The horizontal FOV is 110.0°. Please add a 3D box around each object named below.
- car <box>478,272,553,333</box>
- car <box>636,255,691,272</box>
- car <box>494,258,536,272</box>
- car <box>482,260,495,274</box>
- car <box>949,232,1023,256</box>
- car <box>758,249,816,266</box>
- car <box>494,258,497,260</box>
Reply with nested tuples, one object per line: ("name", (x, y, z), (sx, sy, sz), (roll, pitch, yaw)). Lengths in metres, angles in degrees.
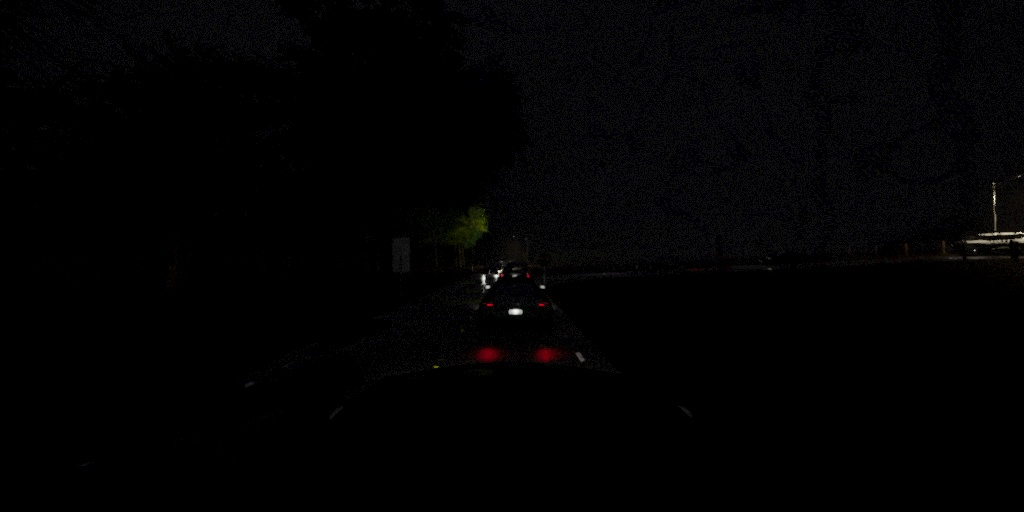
("car", (0.100, 1.367, 10.922), (1.994, 1.385, 4.181), (0, 0, 0))
("car", (14.195, 0.653, 33.682), (4.902, 1.511, 2.128), (-3, 0, 1))
("car", (0.443, 1.215, 23.400), (2.097, 1.767, 4.553), (1, 0, 7))
("car", (-2.767, 1.545, 46.138), (1.837, 1.490, 4.892), (0, 0, -2))
("car", (44.404, -1.077, 33.329), (5.566, 2.045, 2.150), (-2, 0, 1))
("car", (25.664, 0.122, 33.570), (4.674, 1.442, 1.812), (-3, 0, 1))
("car", (-2.789, 1.620, 59.523), (1.882, 1.535, 5.008), (0, 0, 1))
